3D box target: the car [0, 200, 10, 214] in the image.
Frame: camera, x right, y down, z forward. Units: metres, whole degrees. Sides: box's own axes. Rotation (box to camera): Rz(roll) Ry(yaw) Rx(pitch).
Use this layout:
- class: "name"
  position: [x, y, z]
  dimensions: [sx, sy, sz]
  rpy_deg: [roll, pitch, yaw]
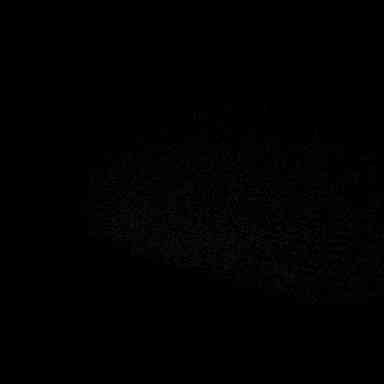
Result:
- class: "car"
  position: [-21.403, 1.538, 35.764]
  dimensions: [2.097, 1.767, 4.553]
  rpy_deg: [0, 0, -10]

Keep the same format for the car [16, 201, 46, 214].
- class: "car"
  position: [-18.327, 1.766, 38.099]
  dimensions: [2.033, 1.411, 5.357]
  rpy_deg: [0, 0, -9]
